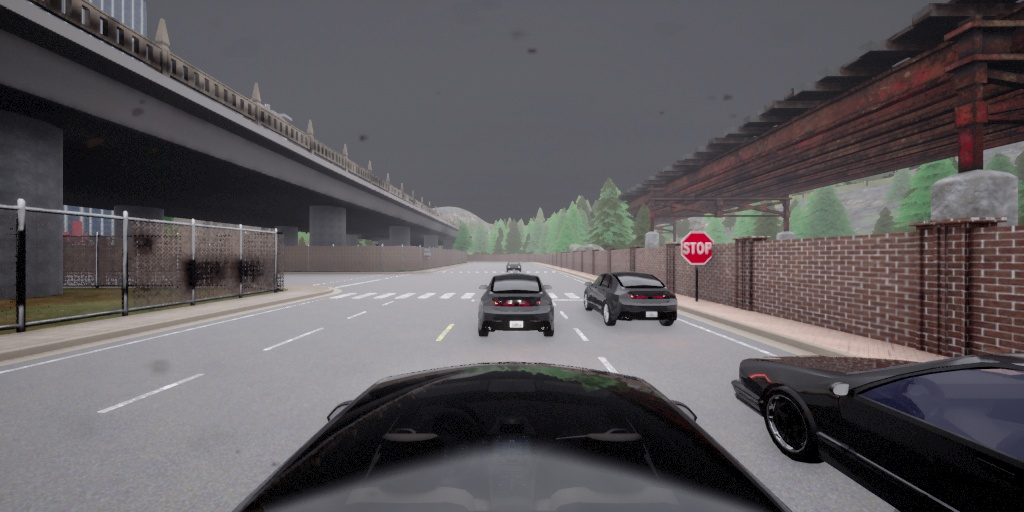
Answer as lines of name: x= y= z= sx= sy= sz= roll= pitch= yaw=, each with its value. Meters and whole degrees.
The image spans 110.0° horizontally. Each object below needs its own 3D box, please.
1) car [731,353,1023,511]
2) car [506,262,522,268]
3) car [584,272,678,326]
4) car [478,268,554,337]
car: x=3.600 y=1.297 z=1.904 sx=2.033 sy=1.411 sz=5.357 roll=0 pitch=0 yaw=0
car: x=0.218 y=1.351 z=45.480 sx=1.895 sy=1.301 sz=4.718 roll=0 pitch=0 yaw=-1
car: x=3.605 y=1.255 z=11.651 sx=1.837 sy=1.490 sz=4.892 roll=0 pitch=0 yaw=0
car: x=0.103 y=1.255 z=10.293 sx=1.837 sy=1.490 sz=4.892 roll=0 pitch=0 yaw=0
